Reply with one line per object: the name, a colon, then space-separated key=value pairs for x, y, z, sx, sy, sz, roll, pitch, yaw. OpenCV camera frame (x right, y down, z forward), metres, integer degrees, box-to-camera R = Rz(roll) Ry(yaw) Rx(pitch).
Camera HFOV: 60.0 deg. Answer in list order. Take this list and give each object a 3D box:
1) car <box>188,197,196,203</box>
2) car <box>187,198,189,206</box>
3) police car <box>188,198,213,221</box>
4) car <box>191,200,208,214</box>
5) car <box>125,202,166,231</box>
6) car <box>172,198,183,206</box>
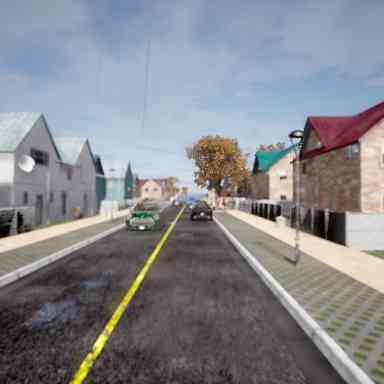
car: x=-0.005 y=2.035 z=84.077 sx=1.882 sy=1.535 sz=5.008 roll=0 pitch=-1 yaw=0
car: x=-0.003 y=2.016 z=64.218 sx=2.033 sy=1.411 sz=5.357 roll=0 pitch=-1 yaw=0
police car: x=0.823 y=1.582 z=29.277 sx=1.930 sy=1.638 sz=5.238 roll=0 pitch=0 yaw=0
car: x=0.823 y=1.752 z=39.166 sx=1.812 sy=1.442 sz=4.674 roll=0 pitch=0 yaw=0
car: x=-2.850 y=1.452 z=21.163 sx=2.097 sy=1.767 sz=4.553 roll=0 pitch=0 yaw=0
car: x=-2.771 y=1.947 z=63.075 sx=2.128 sy=1.511 sz=4.902 roll=0 pitch=-1 yaw=0
